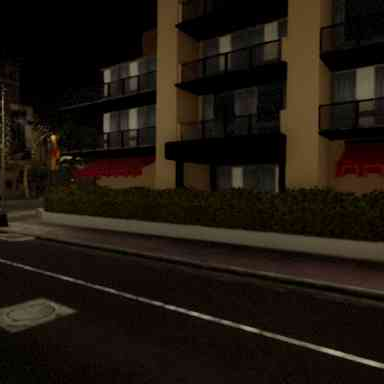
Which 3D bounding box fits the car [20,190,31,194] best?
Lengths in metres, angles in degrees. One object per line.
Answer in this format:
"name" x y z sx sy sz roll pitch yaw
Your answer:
"car" -38.218 0.251 73.006 4.892 1.521 2.231 1 1 35
